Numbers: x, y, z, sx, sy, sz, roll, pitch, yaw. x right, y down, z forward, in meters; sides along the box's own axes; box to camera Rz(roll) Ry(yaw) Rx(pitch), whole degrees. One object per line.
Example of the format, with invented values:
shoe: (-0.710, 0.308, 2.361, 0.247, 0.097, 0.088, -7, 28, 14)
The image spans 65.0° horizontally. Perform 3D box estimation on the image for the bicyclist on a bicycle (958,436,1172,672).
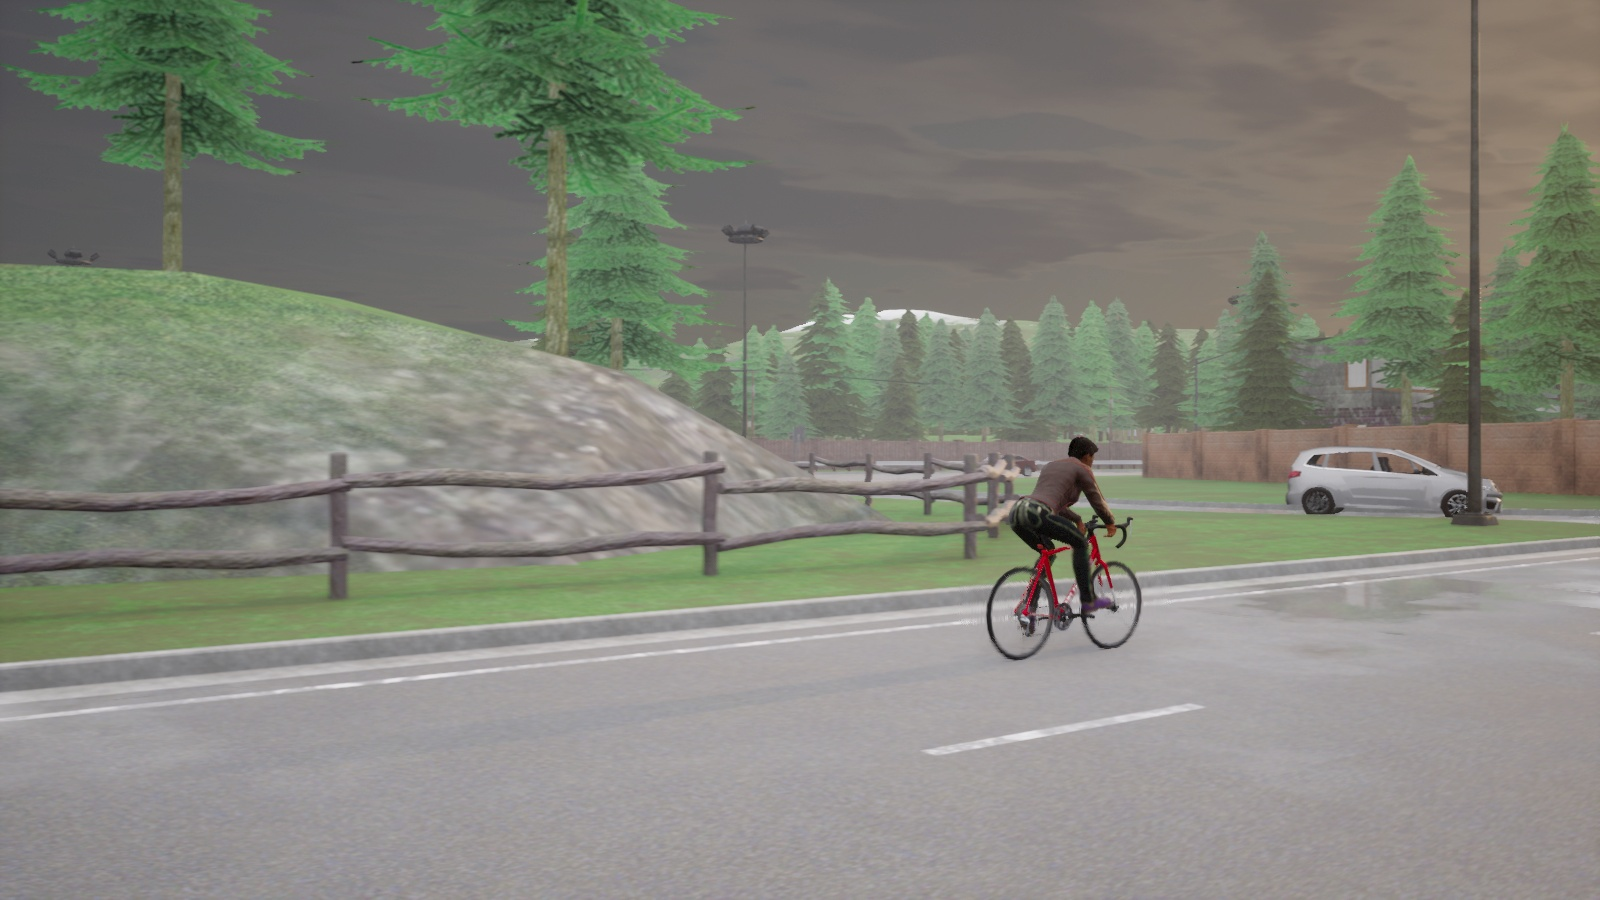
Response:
bicyclist on a bicycle: (1.988, 0.716, 9.320, 1.656, 1.620, 0.582, 0, 0, -35)

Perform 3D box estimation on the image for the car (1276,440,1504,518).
car: (13.837, 0.624, 29.488, 4.611, 1.667, 2.242, 1, 0, 31)

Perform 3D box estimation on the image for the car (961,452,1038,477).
car: (12.831, 0.894, 80.590, 5.008, 1.535, 1.882, 0, 0, -35)
